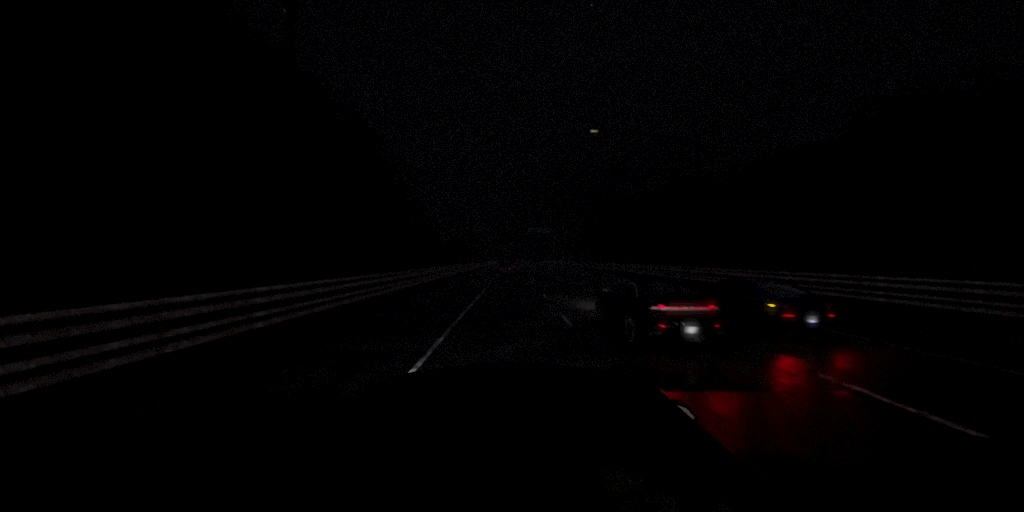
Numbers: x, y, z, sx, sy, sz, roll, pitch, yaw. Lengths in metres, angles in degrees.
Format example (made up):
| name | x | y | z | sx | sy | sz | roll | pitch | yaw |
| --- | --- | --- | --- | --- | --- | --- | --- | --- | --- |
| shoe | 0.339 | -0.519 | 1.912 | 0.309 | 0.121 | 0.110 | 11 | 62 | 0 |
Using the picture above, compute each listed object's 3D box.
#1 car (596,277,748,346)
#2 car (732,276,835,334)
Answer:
| name | x | y | z | sx | sy | sz | roll | pitch | yaw |
| --- | --- | --- | --- | --- | --- | --- | --- | --- | --- |
| car | 3.602 | 1.295 | 9.628 | 2.128 | 1.511 | 4.902 | 0 | 0 | 0 |
| car | 7.103 | 1.336 | 10.782 | 1.812 | 1.442 | 4.674 | 0 | 0 | 0 |
